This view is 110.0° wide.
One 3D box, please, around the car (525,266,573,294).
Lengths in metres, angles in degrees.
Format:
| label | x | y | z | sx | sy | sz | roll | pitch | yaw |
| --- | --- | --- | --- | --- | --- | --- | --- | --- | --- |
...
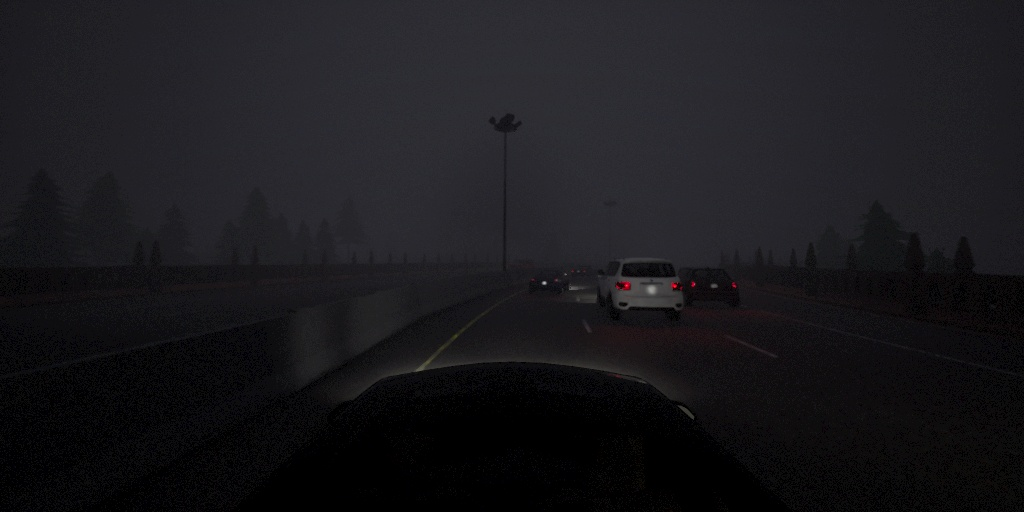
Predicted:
| label | x | y | z | sx | sy | sz | roll | pitch | yaw |
| --- | --- | --- | --- | --- | --- | --- | --- | --- | --- |
| car | 2.328 | 1.495 | 21.768 | 1.994 | 1.385 | 4.181 | 0 | -1 | 15 |

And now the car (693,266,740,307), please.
| label | x | y | z | sx | sy | sz | roll | pitch | yaw |
| --- | --- | --- | --- | --- | --- | --- | --- | --- | --- |
| car | 8.677 | 1.267 | 16.821 | 2.097 | 1.767 | 4.553 | 0 | 0 | 10 |

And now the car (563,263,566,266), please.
| label | x | y | z | sx | sy | sz | roll | pitch | yaw |
| --- | --- | --- | --- | --- | --- | --- | --- | --- | --- |
| car | 8.428 | 1.817 | 54.181 | 2.033 | 1.411 | 5.357 | 0 | -1 | 32 |

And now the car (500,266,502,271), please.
| label | x | y | z | sx | sy | sz | roll | pitch | yaw |
| --- | --- | --- | --- | --- | --- | --- | --- | --- | --- |
| car | 0.098 | 1.726 | 53.816 | 1.882 | 1.535 | 5.008 | 0 | -1 | 30 |

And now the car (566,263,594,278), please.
| label | x | y | z | sx | sy | sz | roll | pitch | yaw |
| --- | --- | --- | --- | --- | --- | --- | --- | --- | --- |
| car | 7.929 | 1.647 | 38.788 | 2.033 | 1.411 | 5.357 | 0 | -1 | 28 |

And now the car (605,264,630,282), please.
| label | x | y | z | sx | sy | sz | roll | pitch | yaw |
| --- | --- | --- | --- | --- | --- | --- | --- | --- | --- |
| car | 10.124 | 1.564 | 34.133 | 1.837 | 1.490 | 4.892 | 0 | -1 | 21 |

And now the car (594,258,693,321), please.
| label | x | y | z | sx | sy | sz | roll | pitch | yaw |
| --- | --- | --- | --- | --- | --- | --- | --- | --- | --- |
| car | 4.518 | 1.091 | 13.360 | 2.150 | 2.045 | 5.566 | 0 | 0 | 8 |

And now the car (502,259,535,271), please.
| label | x | y | z | sx | sy | sz | roll | pitch | yaw |
| --- | --- | --- | --- | --- | --- | --- | --- | --- | --- |
| car | 1.314 | 1.416 | 48.811 | 2.150 | 2.045 | 5.566 | 0 | -1 | 28 |
